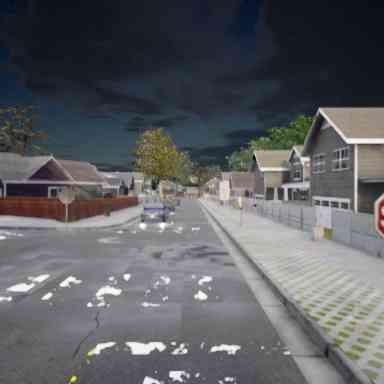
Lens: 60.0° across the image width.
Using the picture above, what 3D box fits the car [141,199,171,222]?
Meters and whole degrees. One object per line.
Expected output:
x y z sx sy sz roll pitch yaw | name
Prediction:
-2.914 1.526 26.655 1.812 1.442 4.674 0 0 0 | car

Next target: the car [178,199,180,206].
-2.961 1.611 54.239 1.994 1.385 4.181 0 0 0 | car

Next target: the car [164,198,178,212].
-2.945 1.519 39.099 1.837 1.490 4.892 0 1 0 | car
